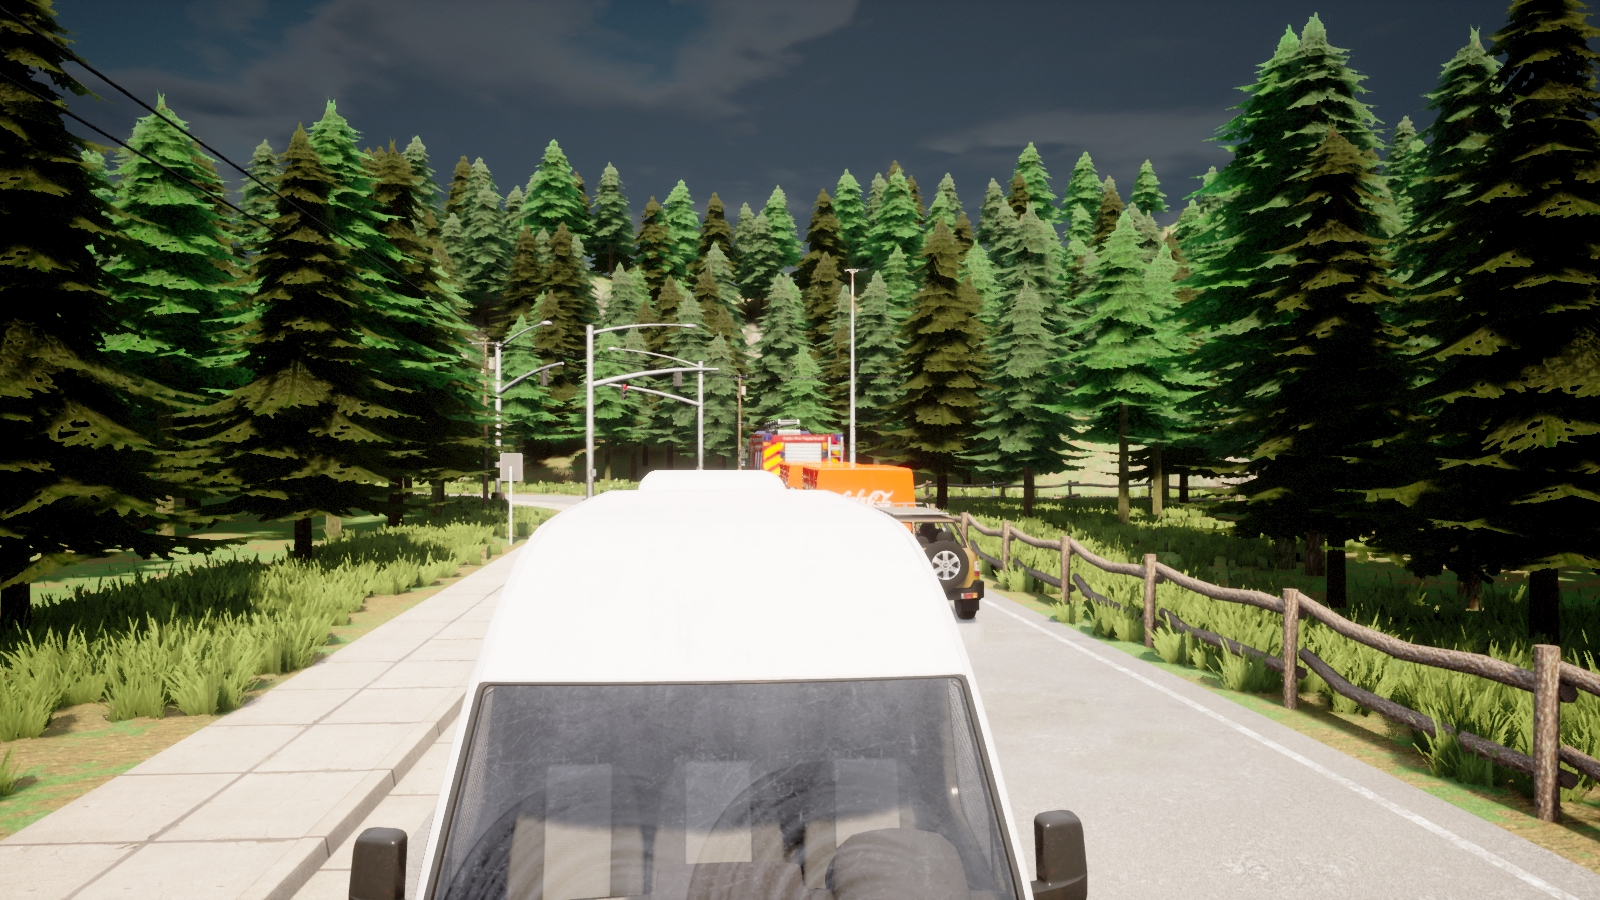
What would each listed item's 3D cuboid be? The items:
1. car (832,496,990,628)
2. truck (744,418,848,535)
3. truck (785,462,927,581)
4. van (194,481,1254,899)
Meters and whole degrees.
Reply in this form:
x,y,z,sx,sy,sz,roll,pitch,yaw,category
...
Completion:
x,y,z,sx,sy,sz,roll,pitch,yaw,category
1.806,1.837,20.136,1.932,1.855,4.605,0,0,-5,car
-0.330,0.864,41.732,2.891,3.827,8.468,0,0,-6,truck
1.157,1.541,26.866,2.627,2.467,5.204,0,0,-5,truck
-0.340,1.499,5.097,1.988,2.561,5.915,0,0,-5,van
